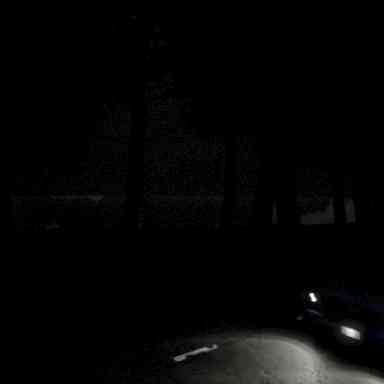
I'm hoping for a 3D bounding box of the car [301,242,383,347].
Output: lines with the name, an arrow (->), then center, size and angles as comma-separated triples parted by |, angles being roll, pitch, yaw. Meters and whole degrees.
car -> 4.380, 1.584, 6.180 | 5.357, 1.411, 2.033 | 0, 0, -35
